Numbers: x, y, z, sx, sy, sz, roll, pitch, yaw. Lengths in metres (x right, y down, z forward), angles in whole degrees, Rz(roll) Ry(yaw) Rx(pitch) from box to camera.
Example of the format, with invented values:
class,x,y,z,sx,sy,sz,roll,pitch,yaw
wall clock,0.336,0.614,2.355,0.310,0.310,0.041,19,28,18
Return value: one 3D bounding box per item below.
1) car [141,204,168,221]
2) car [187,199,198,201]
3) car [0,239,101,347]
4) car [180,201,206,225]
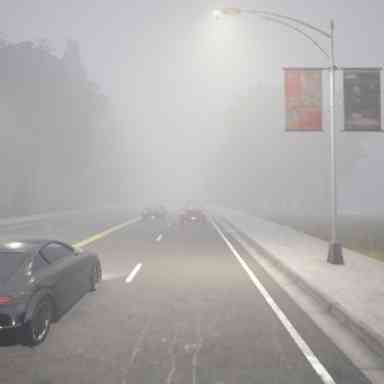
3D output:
class,x,y,z,sx,sy,sz,roll,pitch,yaw
car,-3.158,1.740,29.093,1.895,1.301,4.718,0,-1,0
car,0.089,1.634,41.834,2.097,1.767,4.553,0,-1,0
car,-3.152,1.572,6.325,1.994,1.385,4.181,0,0,0
car,0.092,1.627,24.814,1.812,1.442,4.674,0,-1,0
